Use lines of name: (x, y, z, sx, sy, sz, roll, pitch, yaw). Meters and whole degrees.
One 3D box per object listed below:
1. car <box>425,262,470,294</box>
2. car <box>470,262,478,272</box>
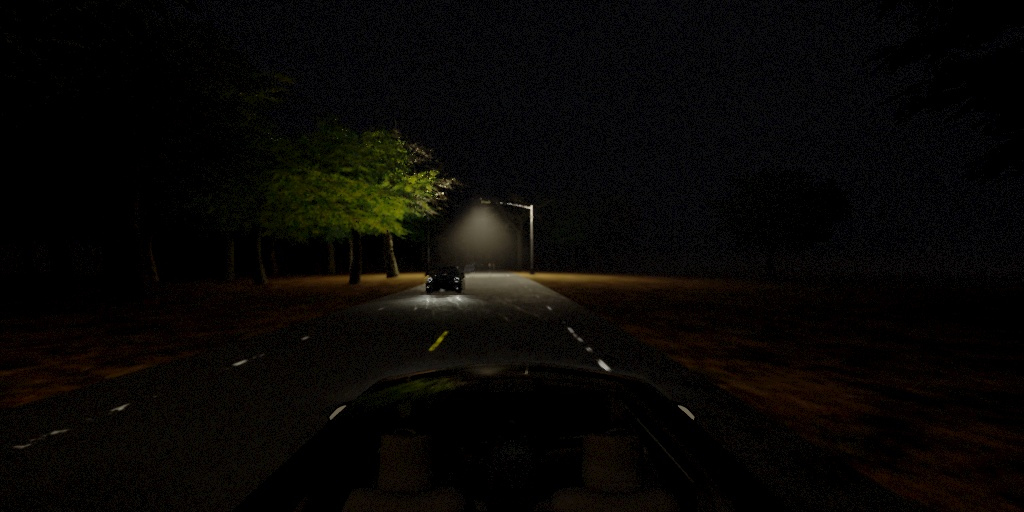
car: (-4.096, 1.411, 22.789, 2.097, 1.767, 4.553, 0, -1, -3)
car: (-7.596, 2.221, 64.854, 2.033, 1.411, 5.357, 0, -1, -7)
